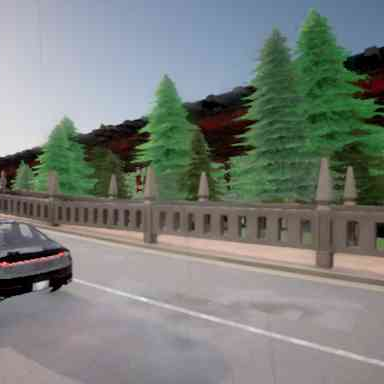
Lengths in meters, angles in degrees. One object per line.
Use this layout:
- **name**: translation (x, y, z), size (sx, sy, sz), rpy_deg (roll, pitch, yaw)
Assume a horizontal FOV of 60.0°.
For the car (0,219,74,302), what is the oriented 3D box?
- **car**: translation (-4.597, 1.330, 7.185), size (4.902, 1.511, 2.128), rpy_deg (2, 2, 35)
